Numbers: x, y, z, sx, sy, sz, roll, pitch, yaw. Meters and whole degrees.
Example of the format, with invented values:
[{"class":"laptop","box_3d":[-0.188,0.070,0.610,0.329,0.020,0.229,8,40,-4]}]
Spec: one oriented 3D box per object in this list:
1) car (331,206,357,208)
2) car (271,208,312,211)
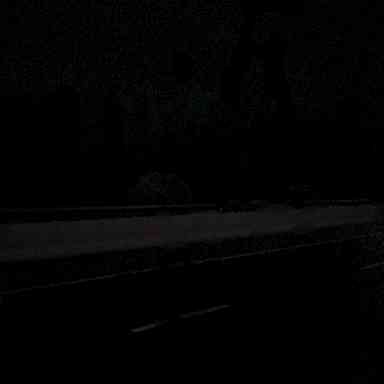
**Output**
[{"class":"car","box_3d":[14.562,1.567,32.045,4.718,1.301,1.895,0,0,-36]},{"class":"car","box_3d":[9.847,1.451,32.924,4.902,1.511,2.128,0,0,-36]}]
